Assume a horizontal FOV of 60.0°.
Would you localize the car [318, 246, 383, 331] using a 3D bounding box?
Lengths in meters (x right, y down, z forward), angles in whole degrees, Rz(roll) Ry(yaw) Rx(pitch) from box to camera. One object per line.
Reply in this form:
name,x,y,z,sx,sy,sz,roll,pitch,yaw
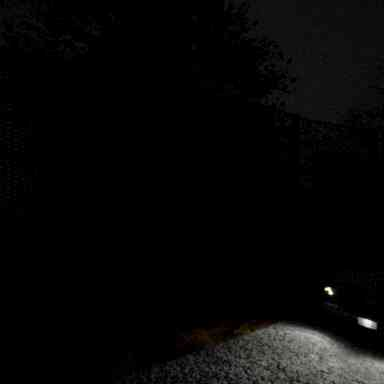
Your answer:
car,4.757,1.547,6.446,5.357,1.411,2.033,0,0,-35
